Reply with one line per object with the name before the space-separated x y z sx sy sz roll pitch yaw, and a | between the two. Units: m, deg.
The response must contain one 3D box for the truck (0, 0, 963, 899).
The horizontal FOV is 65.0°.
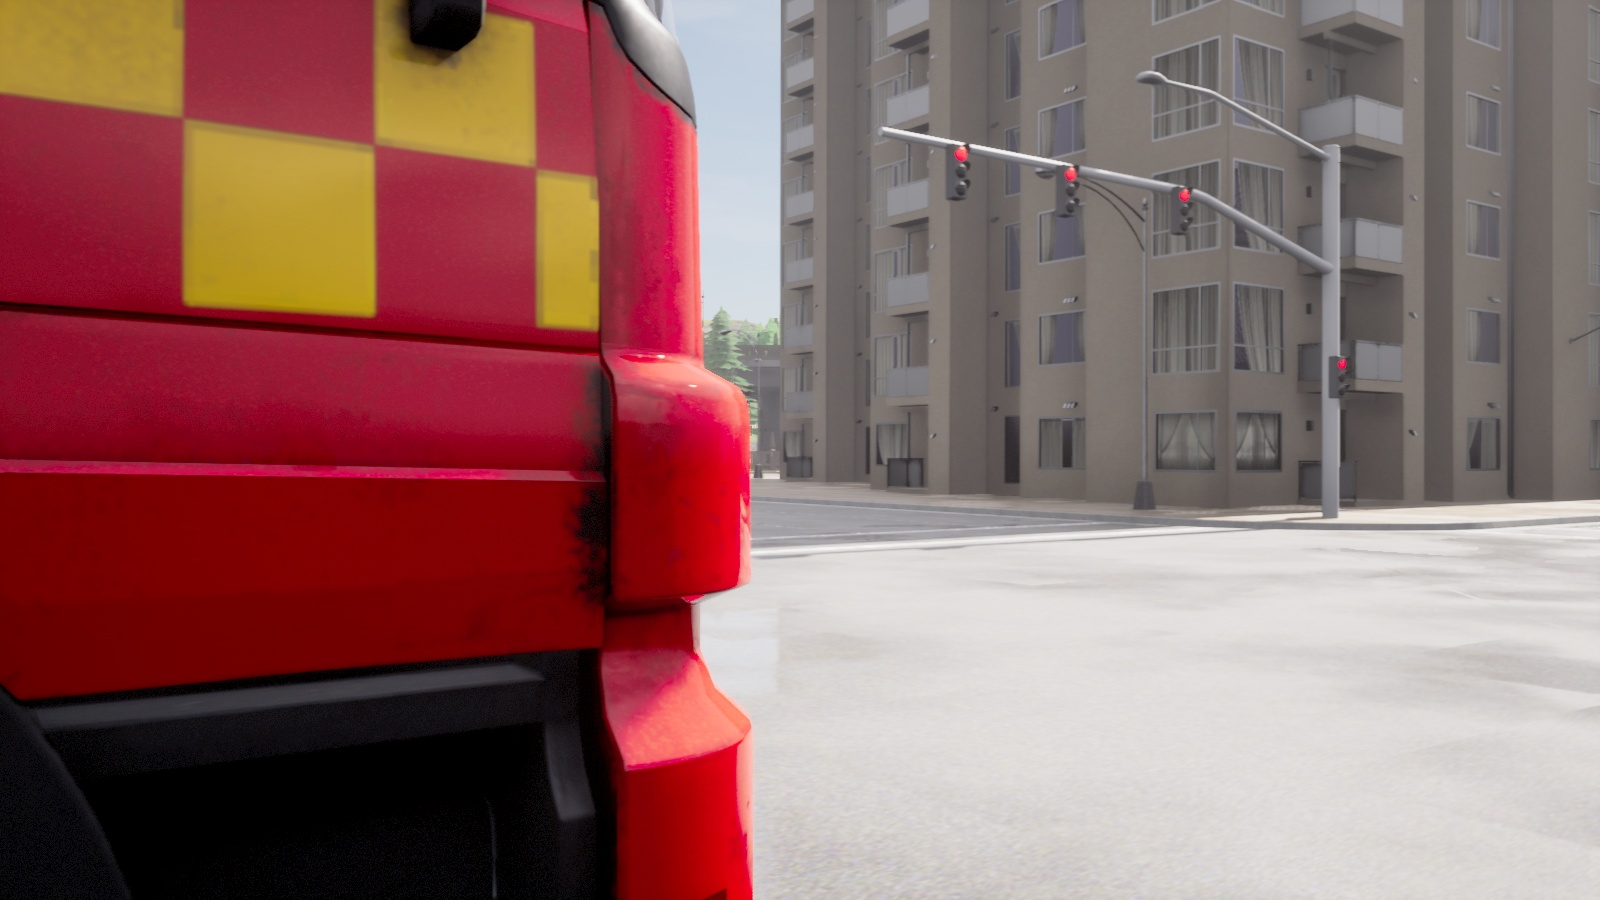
truck | -4.032 -0.409 0.857 8.468 3.827 2.891 0 0 -35
